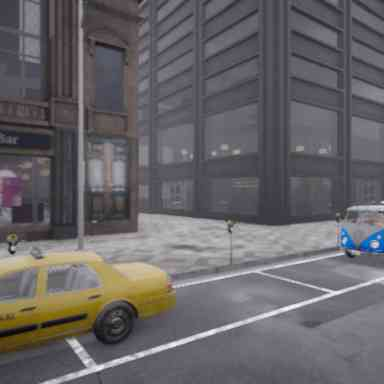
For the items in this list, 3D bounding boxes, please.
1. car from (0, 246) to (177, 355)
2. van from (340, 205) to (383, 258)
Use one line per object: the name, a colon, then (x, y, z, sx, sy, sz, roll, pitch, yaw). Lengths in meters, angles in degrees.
car: (-2.537, 1.525, 4.839, 4.829, 1.417, 1.752, 0, 0, -35)
van: (6.751, 1.342, 11.463, 3.998, 1.788, 1.690, 0, 0, -35)
